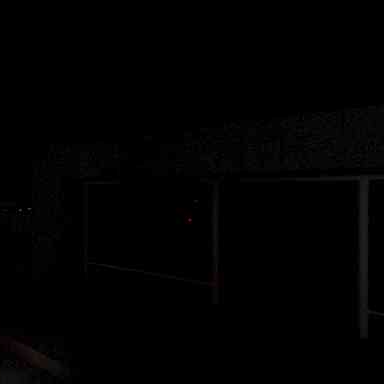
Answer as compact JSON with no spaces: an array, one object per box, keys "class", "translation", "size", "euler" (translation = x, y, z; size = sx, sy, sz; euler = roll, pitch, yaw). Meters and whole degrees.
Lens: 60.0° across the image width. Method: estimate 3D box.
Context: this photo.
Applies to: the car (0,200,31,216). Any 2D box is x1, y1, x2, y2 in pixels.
[{"class":"car","translation":[-15.239,1.520,30.688],"size":[1.837,1.490,4.892],"euler":[0,0,34]}]
